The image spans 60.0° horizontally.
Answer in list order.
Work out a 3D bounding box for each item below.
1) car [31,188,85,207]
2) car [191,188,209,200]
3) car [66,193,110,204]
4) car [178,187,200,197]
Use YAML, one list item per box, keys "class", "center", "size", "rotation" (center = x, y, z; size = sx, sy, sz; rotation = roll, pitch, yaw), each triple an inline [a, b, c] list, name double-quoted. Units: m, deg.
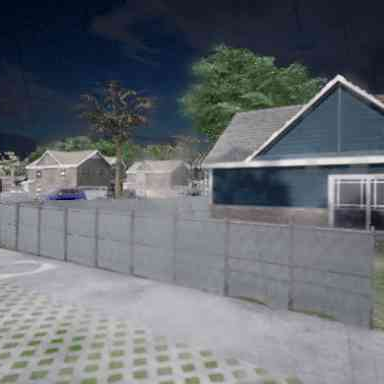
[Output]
- class: "car"
  center: [-13.149, 0.604, 33.250]
  size: [2.150, 2.045, 5.566]
  rotation: [1, 1, 32]
- class: "car"
  center: [2.383, 0.574, 51.721]
  size: [1.882, 1.535, 5.008]
  rotation: [1, 1, 32]
- class: "car"
  center: [-9.586, 1.002, 32.816]
  size: [1.895, 1.301, 4.718]
  rotation: [1, 1, 32]
- class: "car"
  center: [-0.055, 0.280, 53.931]
  size: [2.150, 2.045, 5.566]
  rotation: [1, 1, 32]
